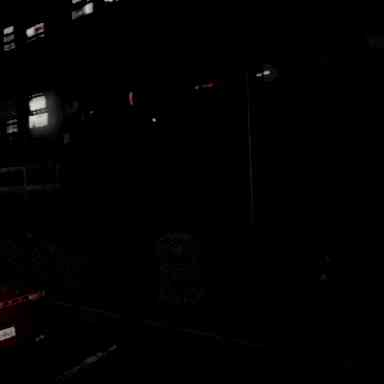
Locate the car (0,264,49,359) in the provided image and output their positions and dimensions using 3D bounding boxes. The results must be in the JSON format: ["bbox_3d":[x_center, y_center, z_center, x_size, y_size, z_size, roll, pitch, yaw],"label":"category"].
[{"bbox_3d":[-4.153,1.575,5.018,4.507,1.381,1.887,-1,-1,29],"label":"car"}]
